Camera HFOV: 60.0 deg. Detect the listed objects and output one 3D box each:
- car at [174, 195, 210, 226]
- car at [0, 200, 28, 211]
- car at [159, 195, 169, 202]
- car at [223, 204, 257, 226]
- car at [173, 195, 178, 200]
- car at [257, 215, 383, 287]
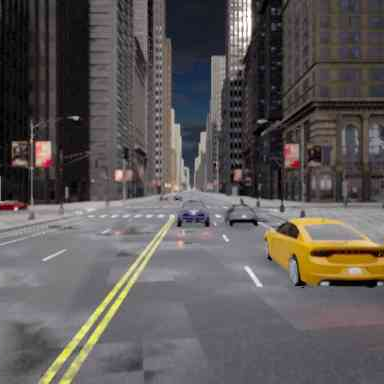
[{"bbox_3d":[0.099,1.332,23.090,2.097,1.767,4.553,0,0,0],"label":"car"},{"bbox_3d":[-23.984,1.790,43.693,4.507,1.381,1.887,-1,1,0],"label":"car"},{"bbox_3d":[-6.505,1.423,76.639,1.812,1.442,4.674,0,0,0],"label":"car"},{"bbox_3d":[3.349,1.542,23.329,1.994,1.385,4.181,0,0,0],"label":"car"},{"bbox_3d":[-3.254,1.439,76.641,2.033,1.411,5.357,0,0,0],"label":"car"},{"bbox_3d":[3.350,1.470,9.307,1.882,1.535,5.008,0,0,0],"label":"car"}]
